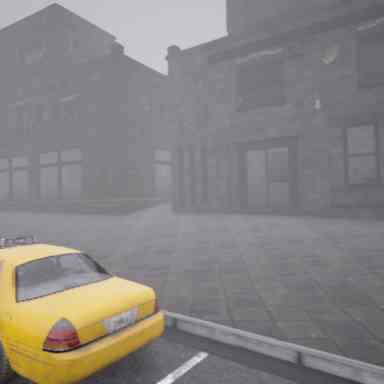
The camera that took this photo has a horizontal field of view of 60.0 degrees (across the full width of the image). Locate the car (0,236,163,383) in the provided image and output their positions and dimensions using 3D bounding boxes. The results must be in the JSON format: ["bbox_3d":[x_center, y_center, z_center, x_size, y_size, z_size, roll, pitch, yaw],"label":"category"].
[{"bbox_3d":[-2.930,1.491,5.362,5.366,1.575,1.946,0,0,35],"label":"car"}]
